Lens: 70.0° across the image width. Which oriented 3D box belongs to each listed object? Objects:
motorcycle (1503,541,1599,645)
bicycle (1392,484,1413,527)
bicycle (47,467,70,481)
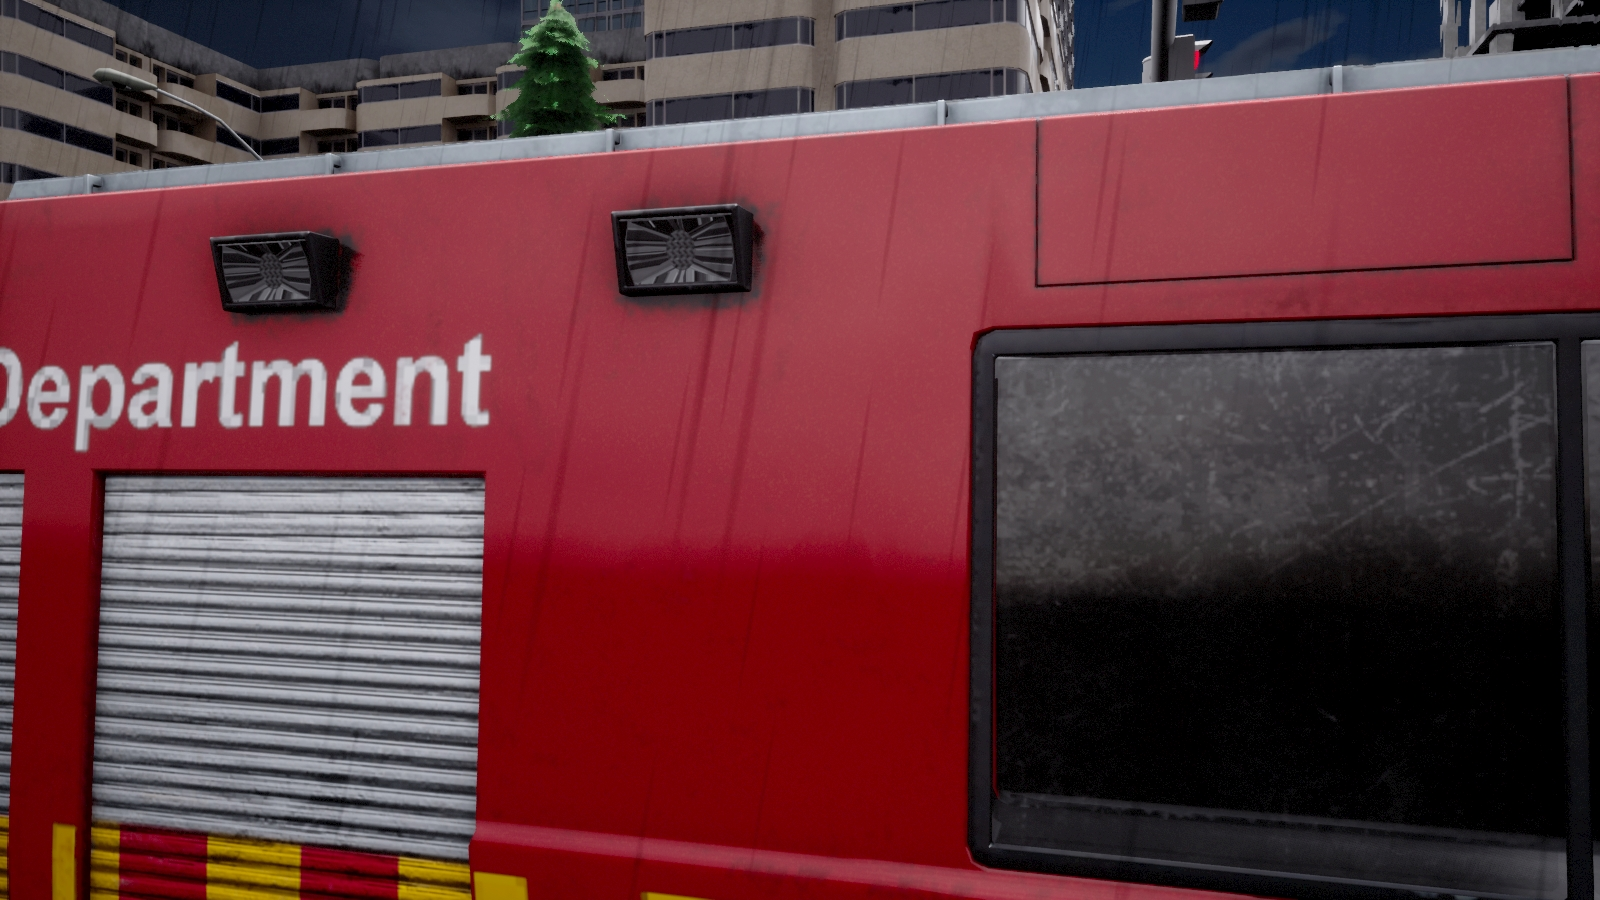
[{"bbox_3d":[11.678,2.155,17.664,0.764,1.307,2.356,0,0,16],"label":"motorcycle"},{"bbox_3d":[22.468,2.056,42.642,0.373,1.496,1.643,0,0,16],"label":"bicycle"},{"bbox_3d":[-65.142,2.102,100.377,1.487,1.276,0.859,0,0,15],"label":"bicycle"}]
